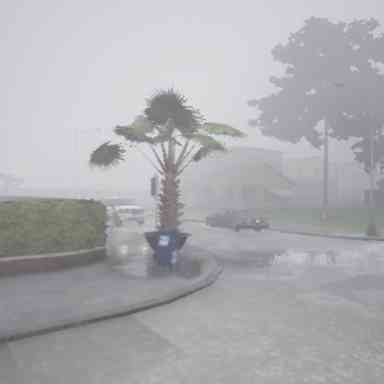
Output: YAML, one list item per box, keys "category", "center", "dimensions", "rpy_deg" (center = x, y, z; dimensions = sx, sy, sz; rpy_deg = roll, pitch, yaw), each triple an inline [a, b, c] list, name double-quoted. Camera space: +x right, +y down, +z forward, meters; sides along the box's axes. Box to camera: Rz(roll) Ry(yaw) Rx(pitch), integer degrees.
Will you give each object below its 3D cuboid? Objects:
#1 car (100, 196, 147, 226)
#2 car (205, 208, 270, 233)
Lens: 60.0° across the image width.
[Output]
- category: "car"
  center: [-5.471, 1.360, 25.319]
  dimensions: [2.150, 2.045, 5.566]
  rpy_deg: [1, -1, -36]
- category: "car"
  center: [2.750, 1.746, 21.494]
  dimensions: [2.033, 1.411, 5.357]
  rpy_deg: [1, -1, -25]
